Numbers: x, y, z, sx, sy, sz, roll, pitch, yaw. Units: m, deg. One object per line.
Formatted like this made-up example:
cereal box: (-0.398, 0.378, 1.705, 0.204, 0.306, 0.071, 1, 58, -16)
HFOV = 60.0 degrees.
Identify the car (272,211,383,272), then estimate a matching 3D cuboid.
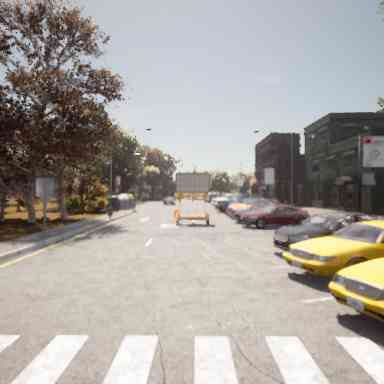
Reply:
car: (5.139, 1.475, 9.242, 5.366, 1.575, 1.946, 1, 0, -20)

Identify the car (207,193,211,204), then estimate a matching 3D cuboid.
car: (5.462, 1.241, 45.311, 5.566, 2.045, 2.435, 1, 0, -20)

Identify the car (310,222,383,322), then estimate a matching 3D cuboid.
car: (5.136, 1.477, 6.240, 5.366, 1.575, 1.946, 1, 0, -20)

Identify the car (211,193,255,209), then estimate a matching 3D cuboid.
car: (5.418, 1.228, 36.294, 5.566, 2.045, 2.435, 1, 0, -20)

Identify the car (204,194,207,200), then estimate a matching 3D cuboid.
car: (5.579, 1.541, 63.346, 5.008, 1.535, 2.097, 1, 0, -20)

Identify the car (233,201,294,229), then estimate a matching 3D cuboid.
car: (5.350, 1.514, 21.307, 4.674, 1.452, 2.002, 1, 0, -20)

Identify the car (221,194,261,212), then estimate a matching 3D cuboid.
car: (5.425, 1.350, 30.320, 4.553, 1.767, 2.185, 1, 0, -20)

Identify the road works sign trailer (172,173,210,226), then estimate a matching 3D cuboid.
road works sign trailer: (0.047, 0.452, 23.043, 2.380, 3.560, 2.880, 0, 0, 0)

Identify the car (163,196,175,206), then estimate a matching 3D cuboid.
car: (-3.896, 1.527, 57.056, 2.128, 1.511, 4.902, 0, 0, 0)

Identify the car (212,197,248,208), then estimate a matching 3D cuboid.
car: (5.478, 1.528, 48.311, 4.792, 1.488, 2.163, 1, 0, -20)

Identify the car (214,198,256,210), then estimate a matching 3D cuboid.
car: (5.437, 1.517, 42.309, 4.792, 1.488, 2.163, 1, 0, -20)

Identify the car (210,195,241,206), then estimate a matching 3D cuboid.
car: (5.509, 1.388, 54.326, 4.553, 1.767, 2.185, 1, 0, -20)

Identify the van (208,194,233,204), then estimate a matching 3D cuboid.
van: (5.710, 1.327, 66.391, 4.442, 1.987, 1.878, 1, 0, -20)

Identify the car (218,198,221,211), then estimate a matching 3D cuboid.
car: (5.406, 1.517, 33.316, 4.674, 1.452, 2.002, 1, 0, -20)

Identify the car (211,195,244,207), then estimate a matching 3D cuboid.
car: (5.491, 1.380, 51.325, 4.553, 1.767, 2.185, 1, 0, -20)

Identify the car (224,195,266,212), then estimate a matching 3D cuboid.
car: (5.409, 1.349, 27.318, 4.553, 1.767, 2.185, 1, 0, -20)

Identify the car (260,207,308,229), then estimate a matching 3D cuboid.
car: (5.327, 1.480, 12.306, 4.892, 1.521, 2.231, 1, 0, -20)

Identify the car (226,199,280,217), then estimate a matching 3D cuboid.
car: (5.333, 1.502, 24.299, 4.792, 1.488, 2.163, 1, 0, -20)
